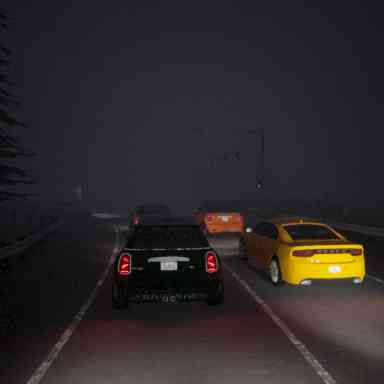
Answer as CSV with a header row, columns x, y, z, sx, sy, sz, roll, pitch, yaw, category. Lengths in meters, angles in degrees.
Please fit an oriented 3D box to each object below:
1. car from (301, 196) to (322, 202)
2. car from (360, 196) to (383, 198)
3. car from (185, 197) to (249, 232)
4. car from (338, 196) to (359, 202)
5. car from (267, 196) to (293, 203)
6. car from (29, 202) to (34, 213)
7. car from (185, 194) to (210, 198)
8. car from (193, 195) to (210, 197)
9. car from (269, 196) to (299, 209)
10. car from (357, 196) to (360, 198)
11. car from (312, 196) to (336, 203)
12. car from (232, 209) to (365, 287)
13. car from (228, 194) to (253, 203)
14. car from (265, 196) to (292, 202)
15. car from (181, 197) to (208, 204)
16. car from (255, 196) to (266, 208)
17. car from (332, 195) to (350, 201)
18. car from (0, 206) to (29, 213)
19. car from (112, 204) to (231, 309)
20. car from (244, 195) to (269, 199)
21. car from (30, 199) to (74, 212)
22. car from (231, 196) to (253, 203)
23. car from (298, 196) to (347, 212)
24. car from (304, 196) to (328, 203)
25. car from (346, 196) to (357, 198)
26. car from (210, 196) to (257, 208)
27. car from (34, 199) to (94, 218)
x,y,z,sx,sy,sz,roll,pitch,yaw,category
27.459,1.553,76.347,4.181,1.385,1.994,0,0,-21,car
38.651,1.540,70.075,5.357,1.411,2.033,0,0,-29,car
1.203,1.352,18.342,2.097,1.767,4.553,0,0,-12,car
36.149,1.595,76.718,4.718,1.301,1.895,0,0,-29,car
18.350,1.525,69.396,4.902,1.511,2.128,0,0,-19,car
-12.960,1.511,32.712,4.892,1.490,1.837,0,0,-19,car
1.336,1.505,59.992,4.892,1.490,1.837,0,0,-19,car
3.075,1.601,56.889,4.718,1.301,1.895,0,0,-19,car
12.731,1.547,41.485,5.357,1.411,2.033,0,0,-19,car
36.690,1.525,73.008,4.902,1.511,2.128,0,0,-25,car
27.321,1.524,68.797,4.674,1.442,1.812,0,0,-19,car
2.730,1.478,9.456,1.882,1.535,5.008,0,0,-6,car
9.730,1.352,66.501,4.553,1.767,2.097,0,0,-18,car
19.059,1.540,73.337,5.357,1.411,2.033,0,0,-19,car
0.514,1.601,63.404,4.718,1.301,1.895,0,0,-19,car
7.620,1.601,47.136,4.718,1.301,1.895,0,0,-19,car
36.278,1.552,80.888,4.181,1.385,1.994,0,0,-29,car
-17.995,1.356,34.693,4.553,1.767,2.097,0,0,-19,car
-0.631,1.352,8.095,2.097,1.767,4.553,0,0,-6,car
12.503,1.491,60.096,4.902,1.511,2.128,0,0,-19,car
-16.337,1.530,38.969,4.674,1.442,1.812,0,0,-19,car
10.562,1.553,70.436,4.181,1.385,1.994,0,0,-19,car
15.167,1.525,38.616,4.674,1.442,1.812,0,0,-19,car
27.009,1.524,72.402,4.674,1.442,1.812,0,0,-19,car
29.284,1.525,65.787,4.902,1.511,2.128,0,0,-19,car
5.114,1.547,42.583,5.357,1.411,2.033,0,0,-19,car
-11.192,1.533,29.617,4.674,1.442,1.812,0,0,-19,car
